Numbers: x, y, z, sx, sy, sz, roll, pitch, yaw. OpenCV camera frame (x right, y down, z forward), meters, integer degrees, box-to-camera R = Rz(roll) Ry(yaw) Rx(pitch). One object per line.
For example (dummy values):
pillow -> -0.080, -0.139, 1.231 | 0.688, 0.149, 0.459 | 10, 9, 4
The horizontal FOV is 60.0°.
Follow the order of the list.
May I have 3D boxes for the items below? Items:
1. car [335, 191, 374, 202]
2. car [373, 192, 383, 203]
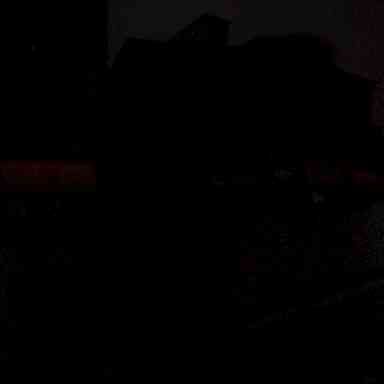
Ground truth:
car -> 22.265, 0.602, 45.760 | 1.887, 1.381, 4.507 | -1, 1, -34
car -> 25.338, 0.411, 41.277 | 2.192, 1.841, 5.009 | -1, 1, -34
